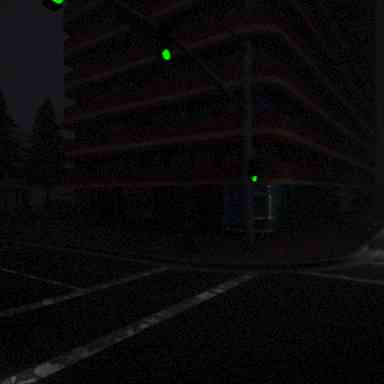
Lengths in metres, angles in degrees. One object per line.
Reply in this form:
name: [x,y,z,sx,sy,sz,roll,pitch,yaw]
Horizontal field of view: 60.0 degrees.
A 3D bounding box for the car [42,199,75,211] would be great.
car: [-17.302,1.675,43.610,2.097,1.767,4.553,-1,0,36]
